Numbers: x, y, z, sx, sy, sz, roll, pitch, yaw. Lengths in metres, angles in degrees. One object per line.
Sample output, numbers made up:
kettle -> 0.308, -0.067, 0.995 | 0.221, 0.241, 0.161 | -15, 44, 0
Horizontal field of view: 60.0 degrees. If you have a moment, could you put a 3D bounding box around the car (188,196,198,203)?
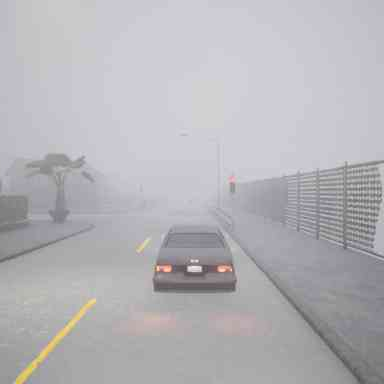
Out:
car -> 0.166, 1.564, 66.360 | 1.994, 1.385, 4.181 | 0, 0, 0

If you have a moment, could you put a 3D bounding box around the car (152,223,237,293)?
car -> 0.072, 1.547, 8.994 | 2.033, 1.411, 5.357 | 0, 0, 1
